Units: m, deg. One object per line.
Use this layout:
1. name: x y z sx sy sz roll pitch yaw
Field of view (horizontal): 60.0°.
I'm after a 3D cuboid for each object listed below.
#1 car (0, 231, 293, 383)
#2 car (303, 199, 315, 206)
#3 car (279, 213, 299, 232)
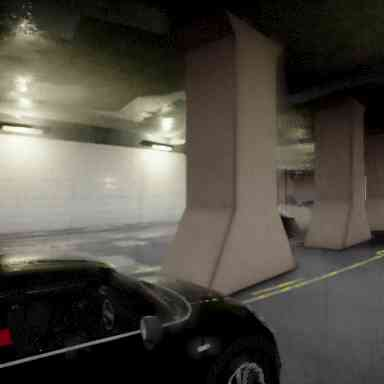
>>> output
1. car: -1.239 1.367 3.122 4.553 1.767 2.097 0 0 -36
2. car: 19.929 1.741 54.076 1.895 1.301 4.718 0 0 -9
3. car: 3.165 1.598 16.141 5.357 1.411 2.033 0 0 -44
